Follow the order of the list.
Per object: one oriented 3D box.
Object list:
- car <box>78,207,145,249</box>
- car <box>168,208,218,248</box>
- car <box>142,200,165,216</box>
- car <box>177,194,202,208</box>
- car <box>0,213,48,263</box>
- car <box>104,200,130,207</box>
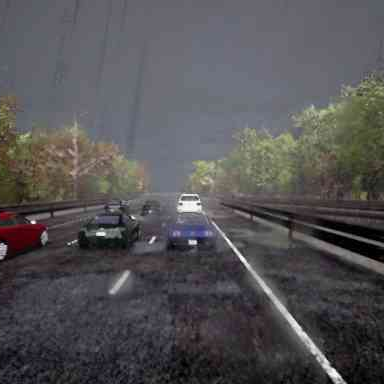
[{"bbox_3d":[-3.491,1.568,14.692,1.994,1.385,4.181,0,0,-1],"label":"car"},{"bbox_3d":[0.011,1.603,14.722,1.895,1.301,4.718,0,0,-1],"label":"car"},{"bbox_3d":[-3.781,1.521,32.607,1.837,1.490,4.892,0,0,-1],"label":"car"},{"bbox_3d":[-0.257,1.235,31.713,2.150,2.045,5.566,0,0,-1],"label":"car"},{"bbox_3d":[-6.964,1.482,12.002,1.882,1.535,5.008,0,0,0],"label":"car"},{"bbox_3d":[-7.281,1.509,32.572,2.128,1.511,4.902,0,0,-1],"label":"car"}]
